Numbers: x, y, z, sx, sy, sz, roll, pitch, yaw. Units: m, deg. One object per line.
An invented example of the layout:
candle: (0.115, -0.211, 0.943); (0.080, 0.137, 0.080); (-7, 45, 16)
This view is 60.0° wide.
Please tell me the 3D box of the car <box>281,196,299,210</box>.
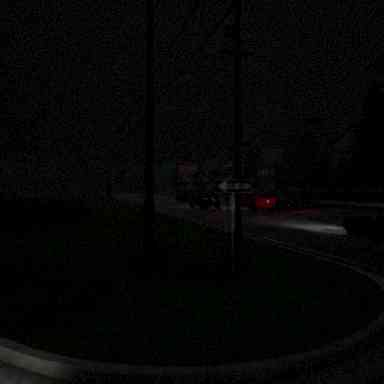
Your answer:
car: (9.184, 1.189, 36.624); (1.882, 1.535, 5.008); (0, 1, -19)

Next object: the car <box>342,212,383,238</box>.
car: (9.088, 1.500, 14.882); (1.895, 1.301, 4.718); (0, 1, -19)

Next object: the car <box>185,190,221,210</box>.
car: (1.440, 0.898, 37.670); (2.150, 2.045, 5.566); (0, 1, -19)

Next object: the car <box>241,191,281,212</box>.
car: (6.351, 0.946, 34.063); (2.150, 2.045, 5.566); (0, 1, -19)

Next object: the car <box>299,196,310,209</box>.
car: (11.923, 1.187, 39.464); (2.128, 1.511, 4.902); (0, 1, -19)

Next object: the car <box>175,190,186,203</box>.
car: (-1.182, 0.726, 56.539); (2.150, 2.045, 5.566); (0, 1, -19)
